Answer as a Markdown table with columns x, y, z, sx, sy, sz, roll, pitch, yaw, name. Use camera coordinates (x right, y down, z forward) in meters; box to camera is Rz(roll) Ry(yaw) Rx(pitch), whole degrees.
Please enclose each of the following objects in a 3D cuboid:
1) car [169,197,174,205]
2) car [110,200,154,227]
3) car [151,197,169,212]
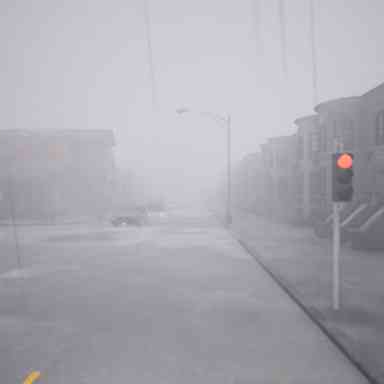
| x | y | z | sx | sy | sz | roll | pitch | yaw | name |
| --- | --- | --- | --- | --- | --- | --- | --- | --- | --- |
| -4.131 | 1.522 | 57.229 | 1.812 | 1.442 | 4.674 | 0 | 0 | 0 | car |
| -4.136 | 1.546 | 22.901 | 2.033 | 1.411 | 5.357 | 0 | 0 | 0 | car |
| -4.145 | 1.475 | 39.598 | 1.882 | 1.535 | 5.008 | 0 | 0 | 0 | car |
